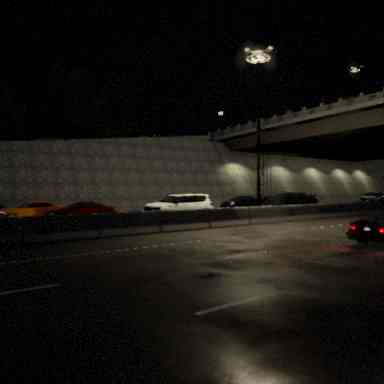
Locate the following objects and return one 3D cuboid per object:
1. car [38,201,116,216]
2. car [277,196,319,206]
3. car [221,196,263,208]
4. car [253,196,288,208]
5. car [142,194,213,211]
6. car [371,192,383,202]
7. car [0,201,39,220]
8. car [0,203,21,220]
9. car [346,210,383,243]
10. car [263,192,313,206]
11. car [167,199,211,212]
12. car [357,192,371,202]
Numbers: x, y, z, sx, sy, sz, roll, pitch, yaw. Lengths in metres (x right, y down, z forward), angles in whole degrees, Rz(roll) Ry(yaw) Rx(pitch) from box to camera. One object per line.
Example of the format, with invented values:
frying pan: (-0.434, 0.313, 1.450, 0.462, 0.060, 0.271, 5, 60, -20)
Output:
car: (-8.041, 1.432, 24.041, 5.008, 1.535, 1.882, 0, 0, -35)
car: (10.898, 1.427, 33.199, 4.181, 1.385, 1.994, 0, 0, -35)
car: (5.440, 1.218, 37.902, 4.553, 1.767, 2.097, -1, 0, -35)
car: (10.887, 1.329, 46.051, 4.892, 1.490, 1.837, 0, 0, -35)
car: (-0.974, 1.151, 24.763, 5.566, 2.045, 2.150, 0, 0, -36)
car: (26.277, 1.129, 44.094, 4.553, 1.767, 2.097, 0, 0, -35)
car: (-12.072, 1.442, 25.468, 5.008, 1.535, 1.882, 0, 0, -35)
car: (-16.476, 1.576, 26.627, 4.718, 1.301, 1.895, 0, 0, -35)
car: (8.817, 1.474, 14.327, 5.357, 1.411, 2.033, 0, 0, -35)
car: (10.691, 1.075, 37.328, 5.566, 2.045, 2.150, 0, 0, -35)
car: (-0.322, 1.487, 38.096, 4.718, 1.301, 1.895, 0, 0, -35)
car: (26.406, 0.975, 48.475, 5.566, 2.045, 2.150, 0, 0, -35)
